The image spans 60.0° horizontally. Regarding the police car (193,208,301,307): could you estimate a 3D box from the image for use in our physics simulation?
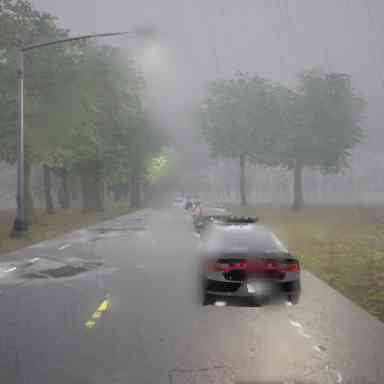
[{"bbox_3d":[1.076,1.423,8.184,1.930,1.638,5.238,0,0,0],"label":"police car"}]

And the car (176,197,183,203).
[{"bbox_3d":[-3.247,1.913,80.454,1.882,1.535,5.008,0,-1,0],"label":"car"}]

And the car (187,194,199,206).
[{"bbox_3d":[0.187,1.463,59.521,2.150,2.045,5.566,0,-1,0],"label":"car"}]

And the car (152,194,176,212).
[{"bbox_3d":[-3.473,1.301,40.453,2.150,2.045,5.566,0,0,0],"label":"car"}]

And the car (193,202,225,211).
[{"bbox_3d":[1.107,1.503,18.075,1.837,1.490,4.892,0,0,0],"label":"car"}]

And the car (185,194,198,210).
[{"bbox_3d":[0.188,1.471,45.534,2.097,1.767,4.553,0,0,1],"label":"car"}]

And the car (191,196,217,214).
[{"bbox_3d":[1.125,1.356,24.047,2.097,1.767,4.553,0,0,0],"label":"car"}]
